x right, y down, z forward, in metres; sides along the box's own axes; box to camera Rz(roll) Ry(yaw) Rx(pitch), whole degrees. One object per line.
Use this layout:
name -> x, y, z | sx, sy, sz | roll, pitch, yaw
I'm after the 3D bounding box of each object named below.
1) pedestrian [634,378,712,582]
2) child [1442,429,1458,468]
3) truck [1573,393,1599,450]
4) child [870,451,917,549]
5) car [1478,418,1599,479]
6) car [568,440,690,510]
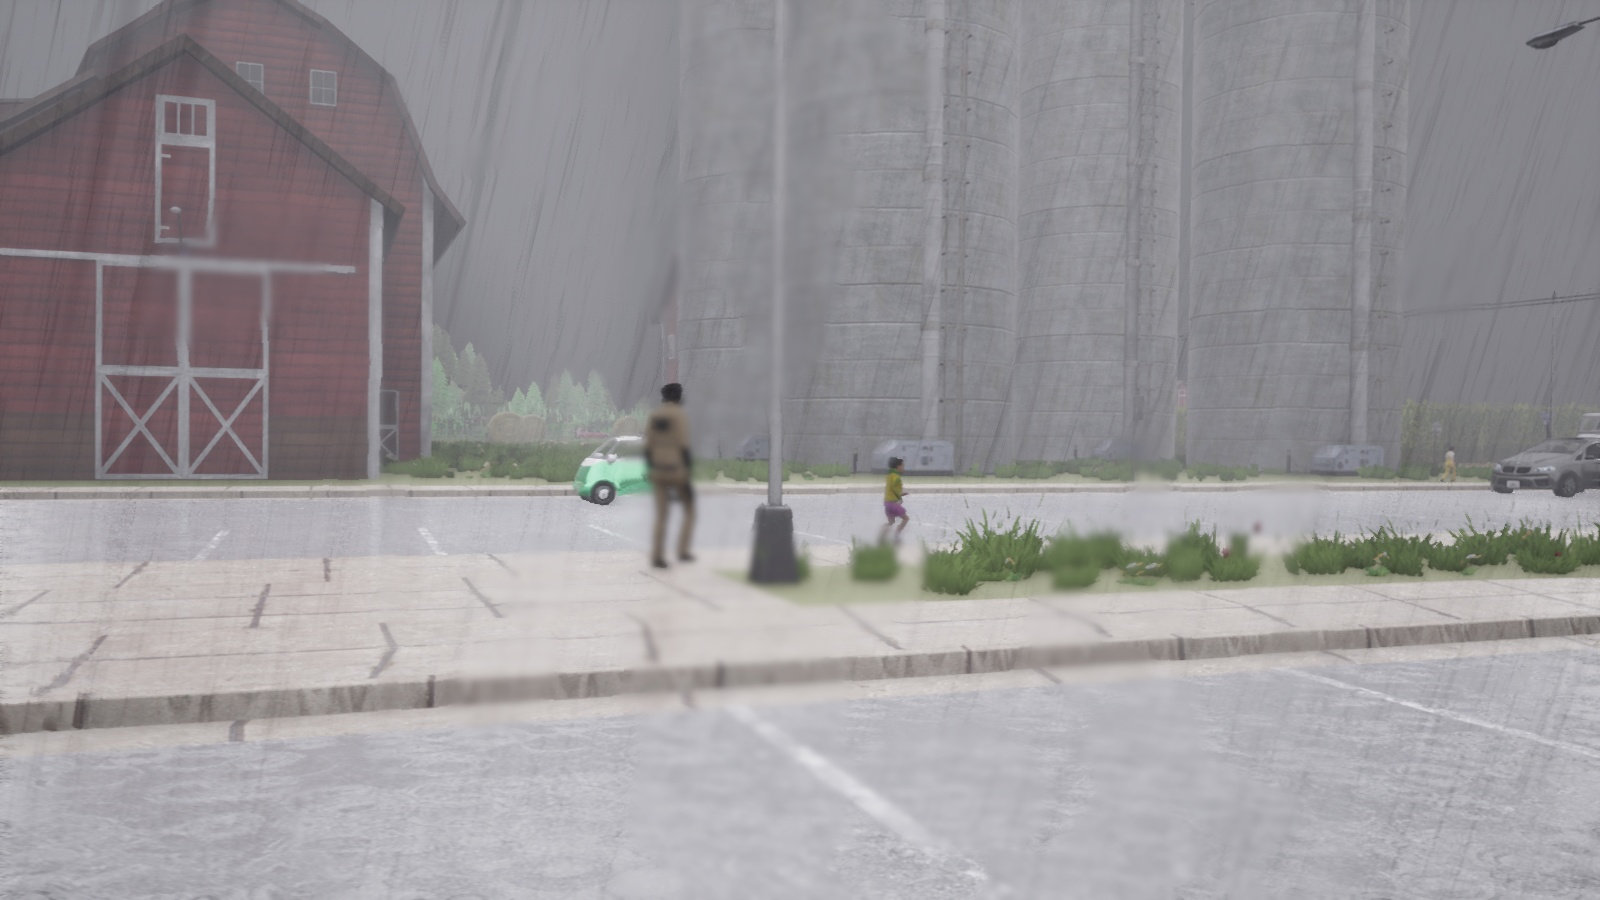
pedestrian -> -1.233, 0.280, 12.241 | 0.396, 1.930, 0.692 | 0, 1, 32
child -> 21.353, -0.059, 41.229 | 0.437, 1.263, 0.270 | -1, 1, -28
truck -> 52.313, -1.791, 78.120 | 7.936, 3.462, 2.891 | -1, 1, -20
child -> 1.132, 0.597, 15.162 | 0.473, 1.160, 0.299 | -1, 1, -21
car -> 22.071, -0.076, 35.951 | 4.611, 1.667, 2.242 | -1, 1, -21
car -> -3.546, 0.489, 25.961 | 2.207, 1.376, 1.481 | 0, 1, -21
